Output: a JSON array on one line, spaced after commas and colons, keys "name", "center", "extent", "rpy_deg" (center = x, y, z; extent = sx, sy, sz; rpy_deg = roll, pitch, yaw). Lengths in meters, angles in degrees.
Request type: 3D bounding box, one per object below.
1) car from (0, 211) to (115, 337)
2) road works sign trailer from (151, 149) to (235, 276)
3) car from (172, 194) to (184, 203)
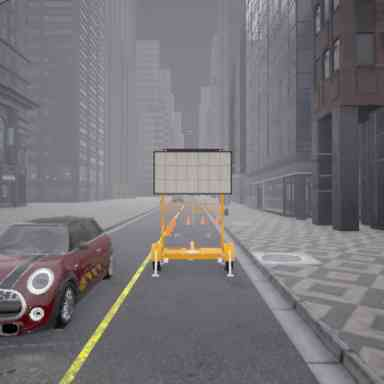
[{"name": "car", "center": [-3.093, 1.357, 6.952], "extent": [2.097, 1.767, 4.553], "rpy_deg": [0, 0, 0]}, {"name": "road works sign trailer", "center": [0.025, 0.473, 10.305], "extent": [2.380, 3.560, 2.880], "rpy_deg": [0, 0, 0]}, {"name": "car", "center": [-2.905, 1.382, 69.281], "extent": [2.150, 2.045, 5.566], "rpy_deg": [0, 0, 0]}]
